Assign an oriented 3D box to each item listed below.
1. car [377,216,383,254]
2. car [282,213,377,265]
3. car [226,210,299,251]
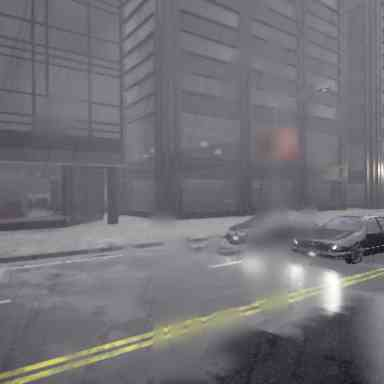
[{"bbox_3d":[6.907,1.343,8.363,4.553,1.767,2.097,0,0,-35],"label":"car"},{"bbox_3d":[5.889,1.537,11.875,5.357,1.411,2.033,0,0,-35],"label":"car"},{"bbox_3d":[3.587,1.516,14.224,4.674,1.442,1.812,0,0,-35],"label":"car"}]
